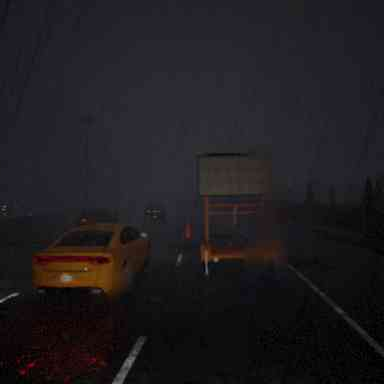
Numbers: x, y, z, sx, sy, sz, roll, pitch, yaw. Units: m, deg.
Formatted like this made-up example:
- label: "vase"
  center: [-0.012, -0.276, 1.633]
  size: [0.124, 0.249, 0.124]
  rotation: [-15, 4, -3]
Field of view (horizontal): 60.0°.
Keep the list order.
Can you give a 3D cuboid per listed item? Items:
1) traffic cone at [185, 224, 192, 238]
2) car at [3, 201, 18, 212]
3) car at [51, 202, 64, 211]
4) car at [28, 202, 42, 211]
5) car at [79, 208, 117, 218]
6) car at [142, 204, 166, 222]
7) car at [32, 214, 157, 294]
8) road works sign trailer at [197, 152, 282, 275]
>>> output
- label: "traffic cone"
  center: [-0.189, 2.121, 17.692]
  size: [0.340, 0.580, 0.340]
  rotation: [-1, -1, -1]
- label: "car"
  center: [-30.435, 2.334, 55.823]
  size: [2.097, 1.767, 4.553]
  rotation: [-1, -1, -28]
- label: "car"
  center: [-23.201, 2.430, 57.261]
  size: [2.033, 1.411, 5.357]
  rotation: [-1, -1, -26]
- label: "car"
  center: [-26.277, 2.463, 55.564]
  size: [2.033, 1.411, 5.357]
  rotation: [-1, -1, -26]
- label: "car"
  center: [-5.998, 1.796, 21.420]
  size: [1.837, 1.490, 4.892]
  rotation: [-1, 0, -3]
- label: "car"
  center: [-3.308, 1.808, 29.025]
  size: [2.128, 1.511, 4.902]
  rotation: [-1, -1, -8]
- label: "car"
  center: [-2.383, 1.599, 9.147]
  size: [1.882, 1.535, 5.008]
  rotation: [-1, -1, 3]
- label: "road works sign trailer"
  center: [1.374, 0.542, 10.728]
  size: [2.380, 3.560, 2.880]
  rotation: [-1, -1, -1]
